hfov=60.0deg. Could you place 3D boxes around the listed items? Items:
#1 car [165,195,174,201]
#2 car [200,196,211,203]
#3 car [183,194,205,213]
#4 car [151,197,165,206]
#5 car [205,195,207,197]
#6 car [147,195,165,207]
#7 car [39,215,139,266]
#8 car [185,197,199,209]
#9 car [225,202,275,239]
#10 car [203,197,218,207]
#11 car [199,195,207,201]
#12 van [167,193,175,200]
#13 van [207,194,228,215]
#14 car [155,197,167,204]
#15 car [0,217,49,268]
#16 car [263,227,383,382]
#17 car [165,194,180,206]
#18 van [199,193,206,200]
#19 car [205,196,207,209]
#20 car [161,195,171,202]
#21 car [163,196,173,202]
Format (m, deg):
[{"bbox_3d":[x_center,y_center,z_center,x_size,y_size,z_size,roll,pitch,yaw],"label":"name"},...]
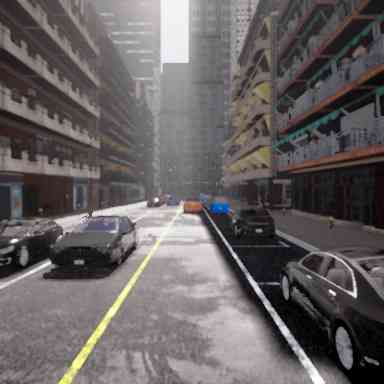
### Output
[{"bbox_3d":[-5.634,1.518,83.831,2.008,1.369,4.403,-1,0,0],"label":"car"},{"bbox_3d":[2.733,1.522,66.990,2.008,1.369,4.403,-1,0,0],"label":"car"},{"bbox_3d":[0.092,1.334,36.806,2.097,1.767,4.553,0,0,0],"label":"car"},{"bbox_3d":[-5.657,1.519,55.821,1.887,1.381,4.507,-1,0,0],"label":"car"},{"bbox_3d":[2.715,1.523,44.582,1.887,1.381,4.507,-1,0,0],"label":"car"},{"bbox_3d":[-5.661,1.542,50.219,1.947,1.339,4.313,-1,0,0],"label":"car"},{"bbox_3d":[-3.090,1.541,11.775,2.033,1.411,5.357,0,0,0],"label":"car"},{"bbox_3d":[0.043,1.484,46.680,1.837,1.490,4.892,0,0,0],"label":"car"},{"bbox_3d":[3.014,1.496,17.381,1.837,1.490,4.892,0,0,0],"label":"car"},{"bbox_3d":[2.720,1.543,50.183,1.947,1.339,4.313,-1,0,0],"label":"car"},{"bbox_3d":[2.746,1.493,83.965,1.752,1.417,4.829,-1,0,0],"label":"car"},{"bbox_3d":[-5.632,1.308,89.432,1.690,1.788,3.998,-1,0,0],"label":"van"},{"bbox_3d":[2.703,1.324,33.378,1.690,1.788,3.998,-1,0,0],"label":"van"},{"bbox_3d":[-5.651,1.555,61.423,1.802,1.307,4.206,-1,0,0],"label":"car"},{"bbox_3d":[-5.692,1.545,11.005,2.008,1.369,4.403,-1,0,0],"label":"car"},{"bbox_3d":[2.684,1.548,5.368,2.008,1.369,4.403,-1,0,0],"label":"car"},{"bbox_3d":[-3.030,1.501,53.285,1.812,1.442,4.674,0,0,0],"label":"car"},{"bbox_3d":[2.748,1.308,89.397,1.690,1.788,3.998,-1,0,0],"label":"van"},{"bbox_3d":[2.711,1.532,38.979,2.008,1.369,4.403,-1,0,0],"label":"car"},{"bbox_3d":[-5.644,1.410,72.627,1.967,1.590,4.097,-1,0,0],"label":"car"},{"bbox_3d":[-5.638,1.535,78.228,1.947,1.339,4.313,-1,0,0],"label":"car"}]
